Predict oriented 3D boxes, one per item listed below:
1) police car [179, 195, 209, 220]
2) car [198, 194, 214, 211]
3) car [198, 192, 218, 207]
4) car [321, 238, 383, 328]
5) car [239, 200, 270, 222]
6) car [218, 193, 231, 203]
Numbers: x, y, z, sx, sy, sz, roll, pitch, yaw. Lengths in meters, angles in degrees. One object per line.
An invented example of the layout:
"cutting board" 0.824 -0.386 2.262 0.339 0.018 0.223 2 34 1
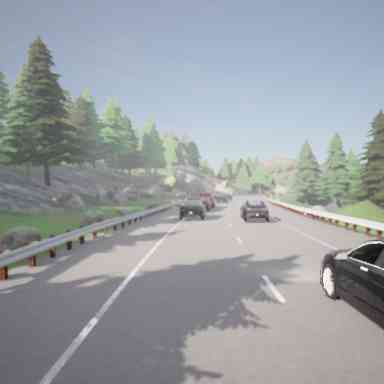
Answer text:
"police car" 0.112 1.301 26.862 1.930 1.638 5.238 0 0 5
"car" 1.071 1.309 36.685 1.882 1.535 5.008 0 0 6
"car" 1.795 1.030 42.657 2.150 2.045 5.566 0 0 7
"car" 3.712 1.482 5.422 1.837 1.490 4.892 0 0 1
"car" 4.709 1.378 25.411 2.128 1.511 4.902 0 0 4
"car" 5.418 1.220 59.920 2.128 1.511 4.902 0 0 9
